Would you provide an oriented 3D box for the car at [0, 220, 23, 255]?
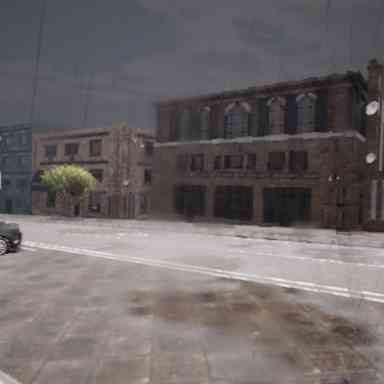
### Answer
[{"bbox_3d":[-8.482,1.609,11.469,2.231,1.521,4.892,-1,0,36],"label":"car"}]
